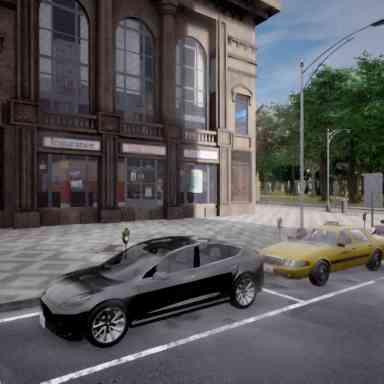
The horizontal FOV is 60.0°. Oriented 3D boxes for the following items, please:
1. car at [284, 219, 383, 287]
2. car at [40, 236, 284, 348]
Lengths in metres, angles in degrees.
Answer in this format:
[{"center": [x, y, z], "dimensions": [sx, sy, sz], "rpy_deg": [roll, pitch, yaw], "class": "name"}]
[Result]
[{"center": [3.793, 1.525, 9.363], "dimensions": [4.829, 1.417, 1.752], "rpy_deg": [0, 0, -36], "class": "car"}, {"center": [-0.494, 1.566, 6.301], "dimensions": [4.313, 1.339, 1.947], "rpy_deg": [0, 0, -36], "class": "car"}]
